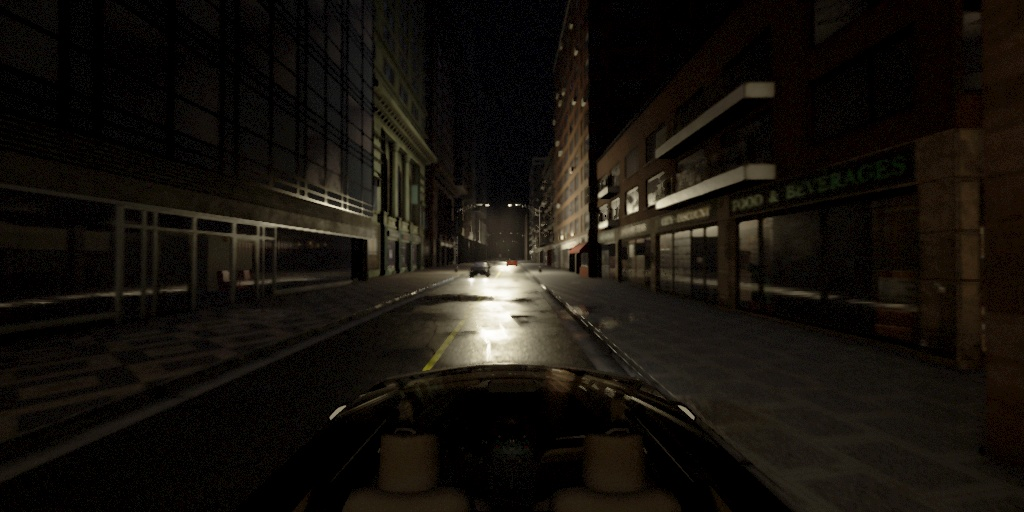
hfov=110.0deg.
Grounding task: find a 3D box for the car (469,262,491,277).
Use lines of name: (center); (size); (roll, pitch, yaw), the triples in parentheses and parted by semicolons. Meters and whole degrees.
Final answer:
car: (-2.997, 1.304, 35.143); (2.033, 1.411, 5.357); (0, 0, 0)
